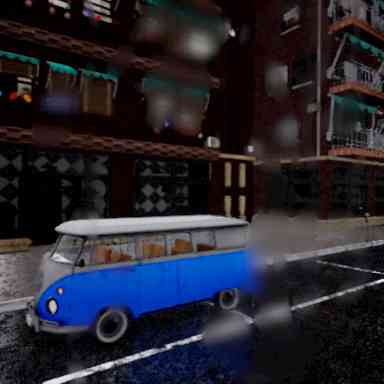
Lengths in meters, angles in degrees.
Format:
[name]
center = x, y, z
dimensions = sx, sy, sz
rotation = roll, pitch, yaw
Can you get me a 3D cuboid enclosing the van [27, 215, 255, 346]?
[van]
center = -0.662, 1.355, 6.075
dimensions = 3.998, 1.788, 1.690
rotation = 0, 0, -35
